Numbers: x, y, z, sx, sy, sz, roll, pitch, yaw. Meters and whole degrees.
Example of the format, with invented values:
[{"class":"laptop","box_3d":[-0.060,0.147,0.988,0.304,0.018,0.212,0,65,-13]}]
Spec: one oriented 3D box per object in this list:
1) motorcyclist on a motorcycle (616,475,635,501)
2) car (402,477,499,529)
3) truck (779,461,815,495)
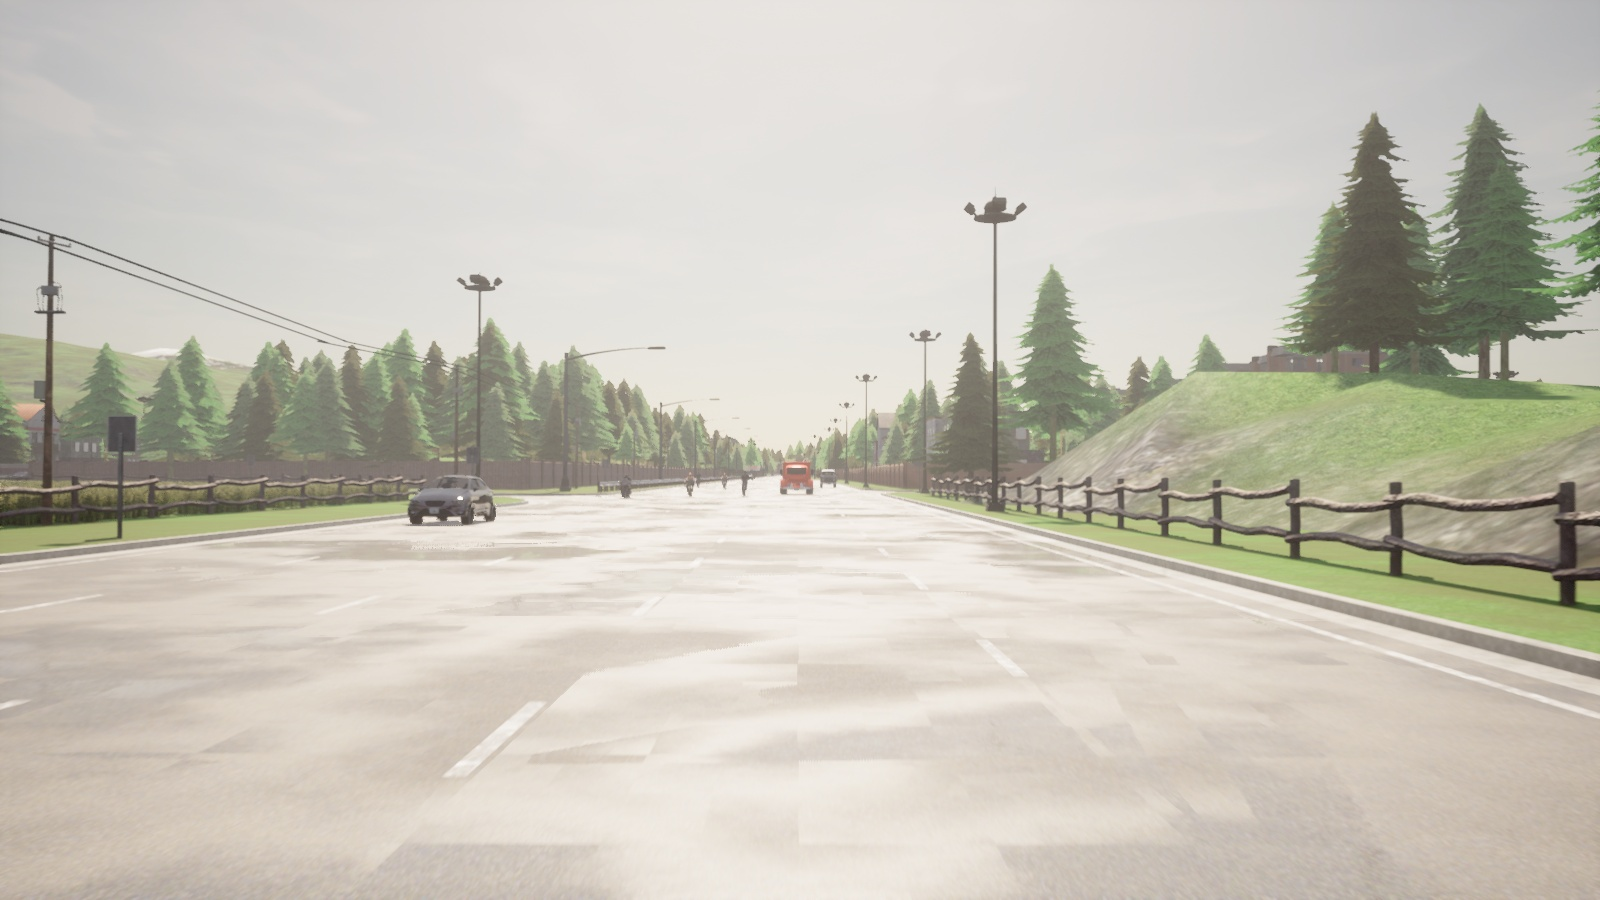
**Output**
[{"class":"motorcyclist on a motorcycle","box_3d":[-10.690,2.320,77.181,0.866,1.530,2.191,0,-1,0]},{"class":"car","box_3d":[-10.595,1.582,38.396,1.816,1.474,4.193,0,-1,0]},{"class":"truck","box_3d":[-0.239,2.080,94.498,2.627,2.467,5.204,0,-1,0]}]
